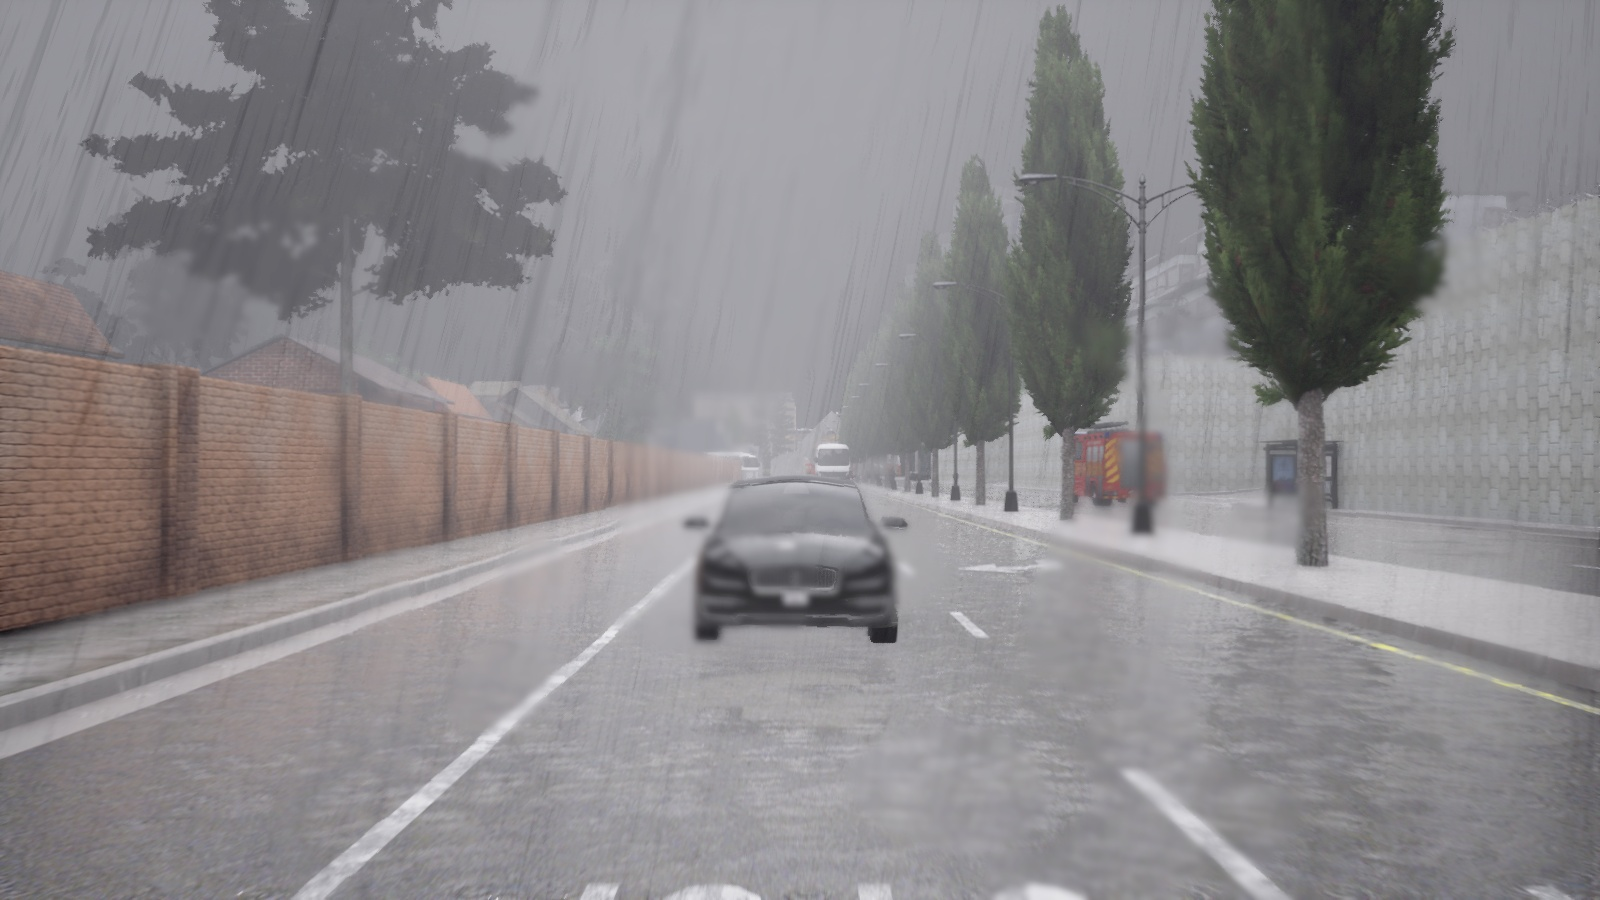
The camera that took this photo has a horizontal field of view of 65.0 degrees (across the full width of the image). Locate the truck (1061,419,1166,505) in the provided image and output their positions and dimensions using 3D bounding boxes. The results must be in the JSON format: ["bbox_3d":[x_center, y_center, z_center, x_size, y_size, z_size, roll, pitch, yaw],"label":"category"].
[{"bbox_3d":[14.848,0.589,60.209,2.891,3.827,8.468,0,-1,0],"label":"truck"}]

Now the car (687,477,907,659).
[{"bbox_3d":[-0.032,1.036,12.949,1.837,1.490,4.892,0,-1,0],"label":"car"}]
